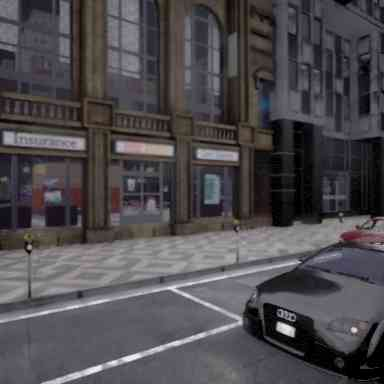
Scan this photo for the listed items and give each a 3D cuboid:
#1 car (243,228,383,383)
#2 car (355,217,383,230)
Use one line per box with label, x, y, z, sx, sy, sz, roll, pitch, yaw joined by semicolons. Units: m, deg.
car;2.814;1.562;5.393;4.181;1.385;1.994;0;0;-35
car;6.945;1.539;11.646;4.507;1.381;1.887;0;0;-36
